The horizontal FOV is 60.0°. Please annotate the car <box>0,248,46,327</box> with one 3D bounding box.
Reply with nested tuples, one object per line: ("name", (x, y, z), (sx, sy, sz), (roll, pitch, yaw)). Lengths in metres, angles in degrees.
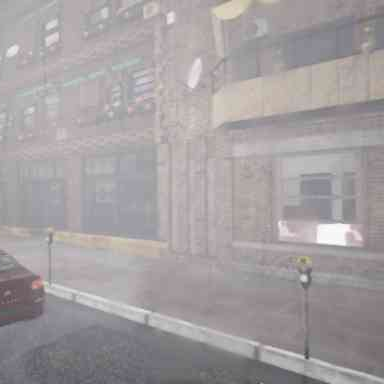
("car", (-4.276, 1.556, 5.935), (4.206, 1.307, 1.802), (0, -1, 36))
